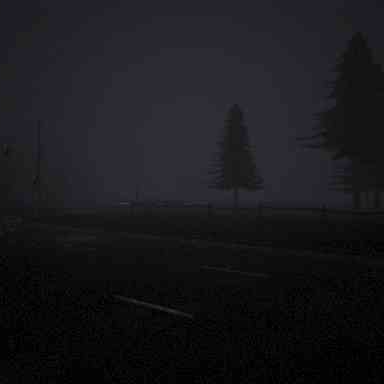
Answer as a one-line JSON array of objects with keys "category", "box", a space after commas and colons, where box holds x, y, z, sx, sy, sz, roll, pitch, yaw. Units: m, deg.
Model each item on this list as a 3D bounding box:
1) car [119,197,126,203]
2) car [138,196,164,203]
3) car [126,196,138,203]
[{"category": "car", "box": [-13.832, 1.615, 73.147, 1.812, 1.442, 4.674, 0, 0, 35]}, {"category": "car", "box": [-8.166, 1.618, 69.032, 2.033, 1.411, 5.357, 0, 0, 35]}, {"category": "car", "box": [-10.998, 1.610, 71.092, 2.128, 1.511, 4.902, 0, 0, 35]}]
